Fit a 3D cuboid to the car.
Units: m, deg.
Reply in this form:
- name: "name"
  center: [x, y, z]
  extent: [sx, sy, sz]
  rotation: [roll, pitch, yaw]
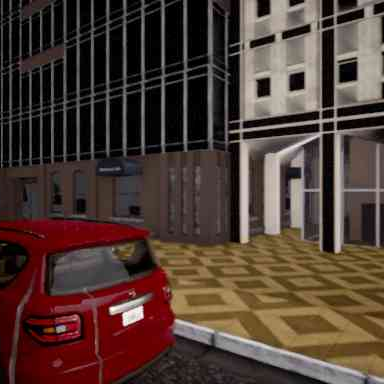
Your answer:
- name: "car"
  center: [-2.528, 1.297, 4.684]
  extent: [5.009, 1.841, 2.192]
  rotation: [0, 0, 36]
